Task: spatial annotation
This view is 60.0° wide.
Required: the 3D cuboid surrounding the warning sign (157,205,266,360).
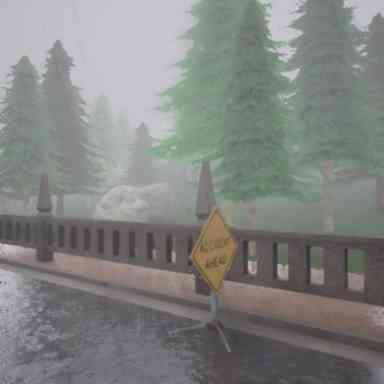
[{"bbox_3d":[0.328,1.143,4.925,1.060,1.860,1.300,-1,0,36],"label":"warning sign"}]
